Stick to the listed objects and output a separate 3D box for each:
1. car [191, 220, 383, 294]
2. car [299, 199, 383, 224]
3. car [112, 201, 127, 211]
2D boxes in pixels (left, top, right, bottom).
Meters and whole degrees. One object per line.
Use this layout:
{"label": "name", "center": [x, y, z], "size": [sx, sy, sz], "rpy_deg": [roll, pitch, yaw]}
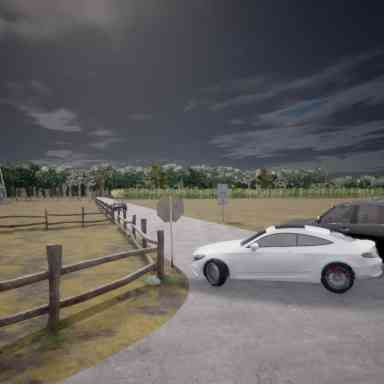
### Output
{"label": "car", "center": [2.299, 1.612, 8.706], "size": [4.674, 1.442, 1.812], "rpy_deg": [-2, 0, 16]}
{"label": "car", "center": [5.103, 1.225, 9.799], "size": [2.150, 2.045, 5.566], "rpy_deg": [-2, 0, -40]}
{"label": "car", "center": [-10.795, 1.979, 49.473], "size": [2.033, 1.411, 5.357], "rpy_deg": [-2, 0, -18]}
